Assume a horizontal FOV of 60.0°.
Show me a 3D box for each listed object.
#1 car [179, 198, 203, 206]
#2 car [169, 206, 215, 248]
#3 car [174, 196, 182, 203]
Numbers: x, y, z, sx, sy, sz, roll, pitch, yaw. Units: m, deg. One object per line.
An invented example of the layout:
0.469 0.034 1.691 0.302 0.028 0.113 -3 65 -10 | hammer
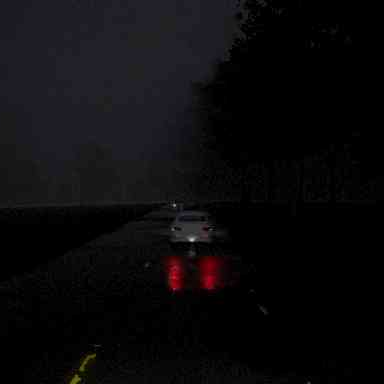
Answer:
0.000 1.548 29.651 1.812 1.442 4.674 0 0 0 | car
0.000 1.537 14.651 1.812 1.442 4.674 0 0 0 | car
-2.750 1.627 69.263 1.812 1.442 4.674 0 0 0 | car
